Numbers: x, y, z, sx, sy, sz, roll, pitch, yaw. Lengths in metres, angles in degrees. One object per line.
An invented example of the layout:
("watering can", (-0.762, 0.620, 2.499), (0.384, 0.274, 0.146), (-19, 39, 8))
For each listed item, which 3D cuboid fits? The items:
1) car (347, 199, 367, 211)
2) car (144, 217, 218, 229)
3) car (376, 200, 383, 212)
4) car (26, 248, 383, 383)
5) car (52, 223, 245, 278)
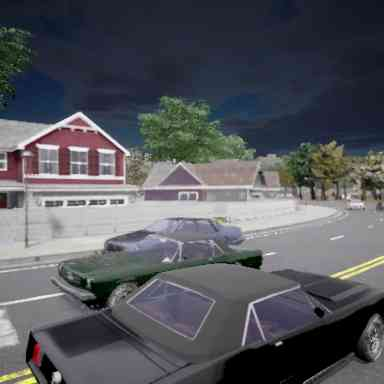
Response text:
("car", (22.522, 1.763, 45.679), (1.812, 1.442, 4.674), (-1, 0, 20))
("car", (-0.412, 1.615, 11.872), (5.357, 1.411, 2.033), (0, 0, -41))
("car", (24.635, 1.755, 42.032), (1.994, 1.385, 4.181), (-1, -1, 21))
("car", (0.678, 1.623, 4.180), (4.718, 1.301, 1.895), (0, 0, -38))
("car", (-0.558, 1.643, 7.587), (4.718, 1.301, 1.895), (0, 0, -39))
